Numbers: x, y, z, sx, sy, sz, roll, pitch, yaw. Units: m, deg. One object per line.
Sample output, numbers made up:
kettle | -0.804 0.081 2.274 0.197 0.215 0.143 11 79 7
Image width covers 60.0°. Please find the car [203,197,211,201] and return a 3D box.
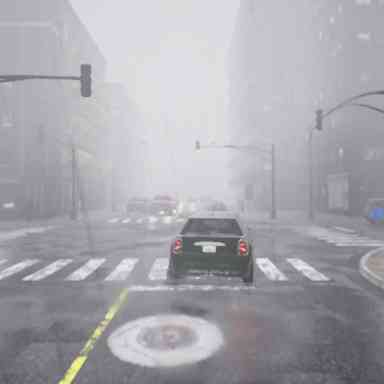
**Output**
car | 2.696 1.653 41.258 1.802 1.307 4.206 1 0 0

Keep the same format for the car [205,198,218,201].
car | 2.697 1.627 35.687 1.947 1.339 4.313 1 0 0

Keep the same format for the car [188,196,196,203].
car | -0.009 1.632 74.864 1.837 1.490 4.892 0 0 0

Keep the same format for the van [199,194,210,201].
van | 2.696 1.452 63.544 1.690 1.788 3.998 1 0 0

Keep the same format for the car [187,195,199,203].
car | -0.008 1.591 64.792 1.882 1.535 5.008 0 0 0

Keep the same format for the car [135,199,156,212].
car | -5.684 1.616 41.297 1.887 1.381 4.507 1 0 0

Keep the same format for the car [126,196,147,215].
car | -5.680 1.376 35.726 2.192 1.841 5.009 1 0 0

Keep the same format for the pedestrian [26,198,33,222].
pedestrian | -12.532 1.377 25.650 0.375 1.860 0.375 0 0 0

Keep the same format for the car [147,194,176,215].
car | -3.125 1.282 35.378 2.150 2.045 5.566 0 0 0

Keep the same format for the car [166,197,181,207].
car | -3.007 1.587 55.017 2.128 1.511 4.902 0 0 0

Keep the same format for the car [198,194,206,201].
car | 2.693 1.477 91.398 2.192 1.841 5.009 1 0 0

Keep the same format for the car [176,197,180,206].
car | -3.074 1.430 44.947 2.097 1.767 4.553 0 0 0

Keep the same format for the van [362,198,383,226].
van | 13.761 1.322 22.509 3.998 1.788 1.690 0 0 0

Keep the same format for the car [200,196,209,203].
car | 2.692 1.676 74.684 1.887 1.381 4.507 1 0 0

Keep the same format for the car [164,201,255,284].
car | 0.783 1.342 9.958 2.097 1.767 4.553 0 1 10

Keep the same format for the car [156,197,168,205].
car | -5.687 1.677 63.581 1.947 1.339 4.313 1 0 0
